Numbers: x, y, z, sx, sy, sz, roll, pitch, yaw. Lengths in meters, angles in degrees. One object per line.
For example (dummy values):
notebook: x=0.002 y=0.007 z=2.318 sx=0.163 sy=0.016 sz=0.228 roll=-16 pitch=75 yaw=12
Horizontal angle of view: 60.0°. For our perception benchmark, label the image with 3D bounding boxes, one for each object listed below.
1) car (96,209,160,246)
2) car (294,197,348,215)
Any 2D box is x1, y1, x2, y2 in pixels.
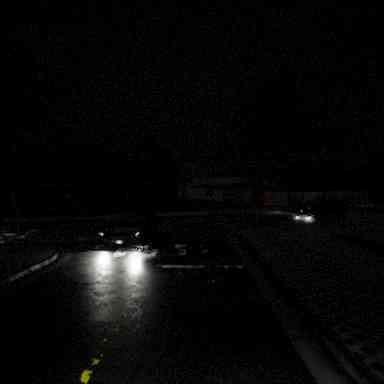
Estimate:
car: x=-2.658 y=1.499 z=15.226 sx=2.033 sy=1.411 sz=5.357 roll=0 pitch=0 yaw=3
car: x=11.635 y=1.202 z=29.671 sx=5.357 sy=1.411 sz=2.033 roll=-1 pitch=3 yaw=-30
